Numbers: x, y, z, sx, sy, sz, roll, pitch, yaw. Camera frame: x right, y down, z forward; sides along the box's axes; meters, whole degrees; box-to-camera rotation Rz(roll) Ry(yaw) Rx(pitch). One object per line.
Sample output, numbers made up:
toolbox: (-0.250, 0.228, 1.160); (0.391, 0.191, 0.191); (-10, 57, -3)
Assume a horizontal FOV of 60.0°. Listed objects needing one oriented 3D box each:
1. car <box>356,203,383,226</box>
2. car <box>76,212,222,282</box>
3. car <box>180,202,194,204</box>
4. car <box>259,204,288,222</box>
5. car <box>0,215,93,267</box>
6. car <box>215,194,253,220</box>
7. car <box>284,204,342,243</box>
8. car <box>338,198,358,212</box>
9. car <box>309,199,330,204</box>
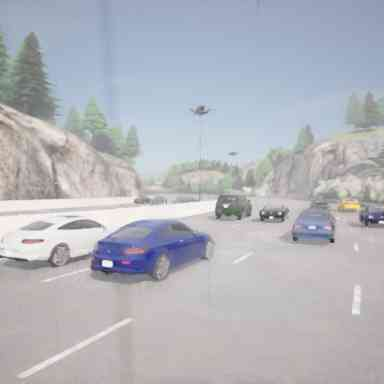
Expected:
car: (12.749, 1.624, 22.948); (1.895, 1.301, 4.718); (0, 0, 22)
car: (-0.931, 1.523, 9.878); (1.812, 1.442, 4.674); (0, 0, 27)
car: (-0.241, 1.544, 50.514); (2.033, 1.411, 5.357); (0, 0, 16)
car: (6.744, 1.612, 26.748); (1.895, 1.301, 4.718); (0, 0, 22)
car: (-4.085, 1.517, 11.403); (1.812, 1.442, 4.674); (0, 0, 27)
car: (3.644, 1.227, 28.415); (2.150, 2.045, 5.566); (0, 0, 22)
car: (6.172, 1.559, 16.458); (2.033, 1.411, 5.357); (0, 0, 25)
car: (18.576, 1.512, 39.505); (1.882, 1.535, 5.008); (0, 0, 17)
car: (13.459, 1.516, 35.001); (2.128, 1.511, 4.902); (0, 0, 19)
